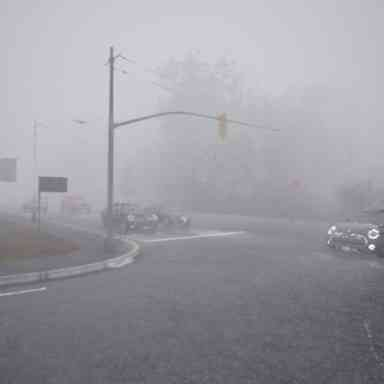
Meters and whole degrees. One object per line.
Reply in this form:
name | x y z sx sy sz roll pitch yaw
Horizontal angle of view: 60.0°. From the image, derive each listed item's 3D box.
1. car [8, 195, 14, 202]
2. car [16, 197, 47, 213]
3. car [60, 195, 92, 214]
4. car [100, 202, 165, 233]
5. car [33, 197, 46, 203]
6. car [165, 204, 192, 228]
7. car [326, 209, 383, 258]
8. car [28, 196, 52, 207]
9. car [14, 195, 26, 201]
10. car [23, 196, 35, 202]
car | -44.287 1.550 82.679 2.097 1.767 4.553 1 0 -39
car | -18.665 1.678 39.136 2.033 1.411 5.357 1 -1 -38
car | -13.351 1.384 38.073 2.150 2.045 5.566 1 0 -38
car | -3.967 1.466 20.666 2.097 1.767 4.553 1 -1 -39
car | -35.331 1.789 77.050 1.812 1.442 4.674 1 -1 -39
car | -1.977 1.640 23.781 2.128 1.511 4.902 1 0 -39
car | 7.461 1.500 13.426 4.553 1.767 2.097 1 0 -35
car | -23.165 1.354 50.547 2.128 1.511 4.902 1 -1 -39
car | -37.812 1.704 74.547 1.882 1.535 5.008 1 -1 -39
car | -41.586 1.815 84.901 1.895 1.301 4.718 1 0 -39
